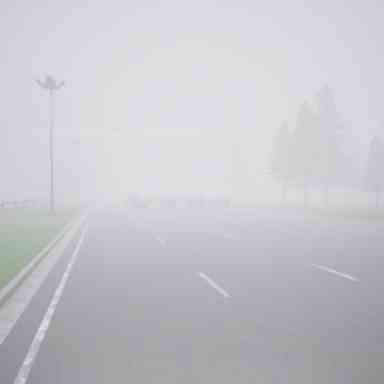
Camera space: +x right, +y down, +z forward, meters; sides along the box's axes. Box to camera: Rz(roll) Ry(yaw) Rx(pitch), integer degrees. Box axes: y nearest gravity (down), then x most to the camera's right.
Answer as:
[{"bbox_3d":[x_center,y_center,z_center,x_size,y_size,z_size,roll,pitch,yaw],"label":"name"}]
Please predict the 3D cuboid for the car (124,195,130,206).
[{"bbox_3d":[-9.309,1.188,51.354,2.097,1.767,4.553,-1,0,-15],"label":"car"}]

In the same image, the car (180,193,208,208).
[{"bbox_3d":[0.082,1.259,43.352,1.882,1.535,5.008,-1,0,-15],"label":"car"}]

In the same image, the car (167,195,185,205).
[{"bbox_3d":[-2.554,1.264,53.193,1.837,1.490,4.892,-1,0,-15],"label":"car"}]

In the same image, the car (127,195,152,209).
[{"bbox_3d":[-6.611,1.459,41.480,1.895,1.301,4.718,-1,0,-15],"label":"car"}]

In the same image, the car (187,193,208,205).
[{"bbox_3d":[0.833,1.072,54.069,2.097,1.767,4.553,-1,0,-15],"label":"car"}]

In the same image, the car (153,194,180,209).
[{"bbox_3d":[-3.298,1.298,42.444,1.882,1.535,5.008,-1,0,-15],"label":"car"}]

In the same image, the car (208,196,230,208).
[{"bbox_3d":[3.484,1.235,44.177,2.128,1.511,4.902,-1,0,-15],"label":"car"}]

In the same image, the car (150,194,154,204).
[{"bbox_3d":[-5.928,1.149,52.258,2.097,1.767,4.553,-1,0,-15],"label":"car"}]
